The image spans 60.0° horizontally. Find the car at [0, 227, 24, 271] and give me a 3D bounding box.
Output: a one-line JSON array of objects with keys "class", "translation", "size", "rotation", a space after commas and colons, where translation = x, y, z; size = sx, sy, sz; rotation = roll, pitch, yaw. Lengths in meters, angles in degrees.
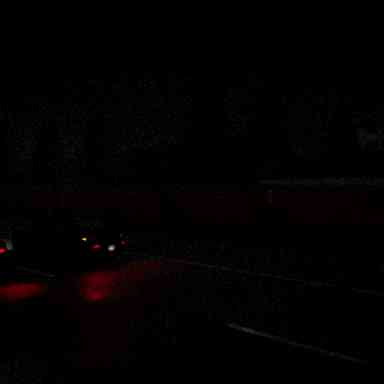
[{"class": "car", "translation": [-7.019, 1.483, 9.077], "size": [5.357, 1.411, 2.033], "rotation": [1, 0, 36]}]

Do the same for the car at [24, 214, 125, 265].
[{"class": "car", "translation": [-4.293, 1.471, 11.418], "size": [4.674, 1.442, 1.812], "rotation": [1, 0, 36]}]
